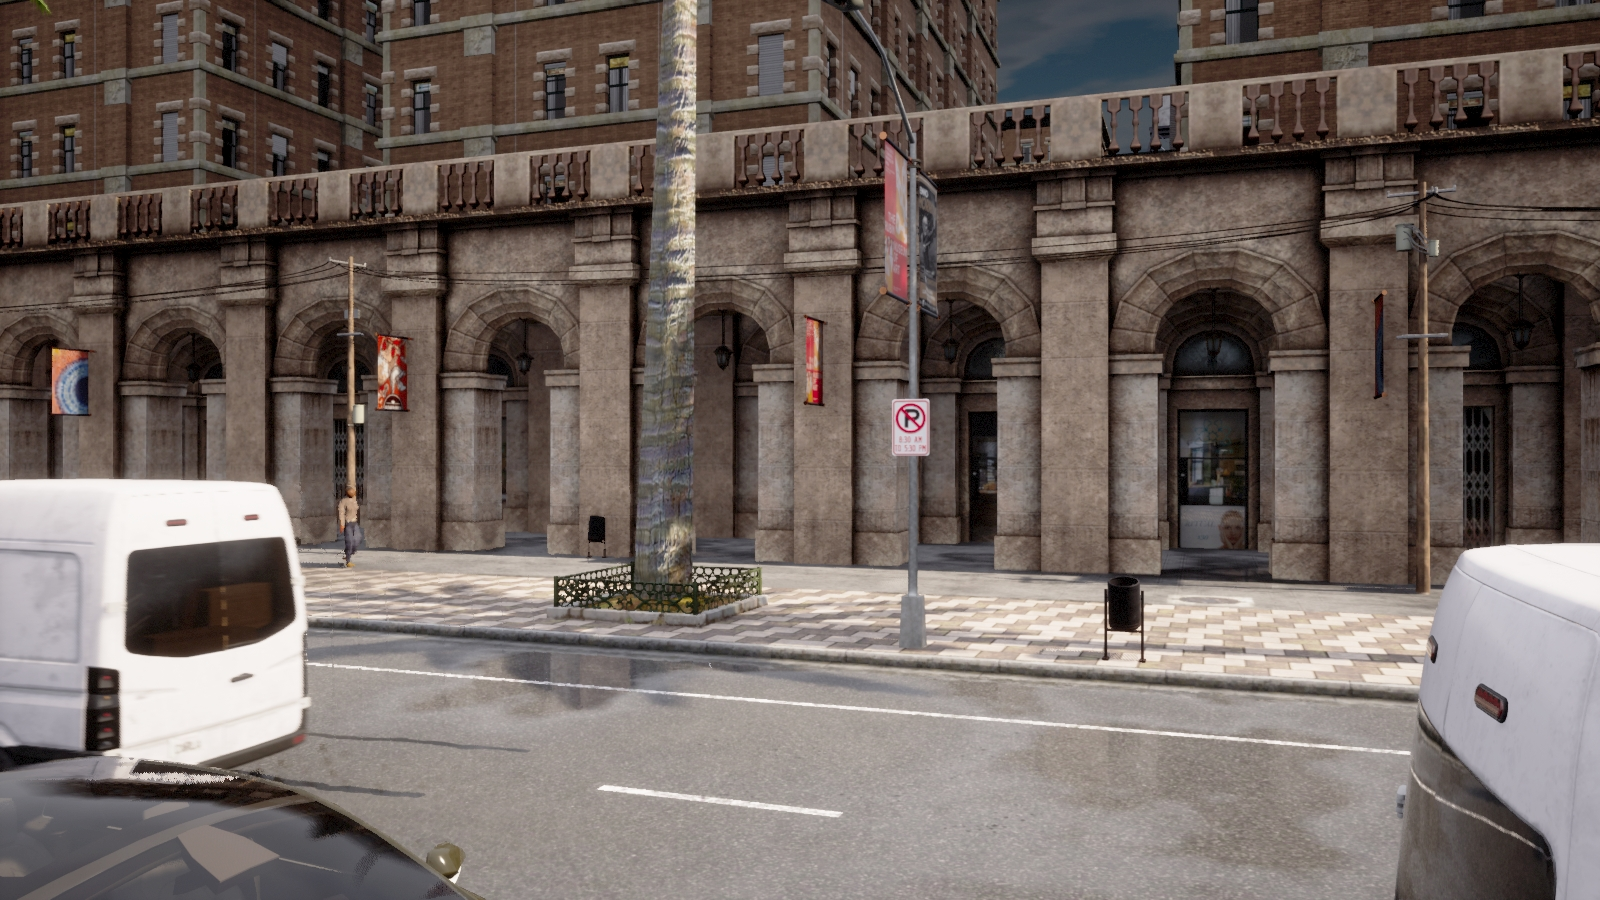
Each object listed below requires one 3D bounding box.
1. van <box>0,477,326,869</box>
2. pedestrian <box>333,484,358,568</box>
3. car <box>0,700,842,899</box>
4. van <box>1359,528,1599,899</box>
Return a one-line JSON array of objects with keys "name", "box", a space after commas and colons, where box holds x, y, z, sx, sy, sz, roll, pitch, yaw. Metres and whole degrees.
[{"name": "van", "box": [-7.082, 1.534, 9.631, 5.915, 2.561, 1.988, 0, 0, 20]}, {"name": "pedestrian", "box": [-10.200, 1.696, 25.650, 0.375, 1.860, 0.375, 0, 0, 20]}, {"name": "car", "box": [-2.519, 2.061, 4.220, 4.892, 1.480, 2.231, 0, 0, 20]}, {"name": "van", "box": [4.249, 1.534, 1.754, 5.915, 2.561, 1.988, 0, 0, 20]}]
